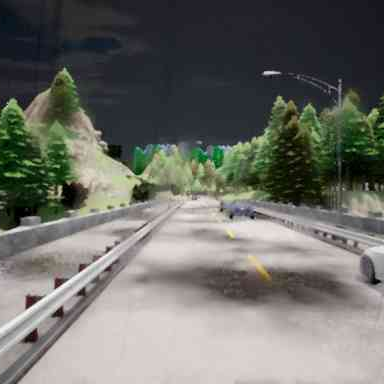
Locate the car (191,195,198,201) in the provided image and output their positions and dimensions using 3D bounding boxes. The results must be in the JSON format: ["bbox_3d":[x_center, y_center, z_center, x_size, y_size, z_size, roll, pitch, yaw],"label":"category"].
[{"bbox_3d":[0.714,1.661,93.620,1.837,1.490,4.892,0,0,0],"label":"car"}]

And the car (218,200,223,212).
[{"bbox_3d":[4.312,1.646,40.960,2.033,1.411,5.357,0,0,1],"label":"car"}]

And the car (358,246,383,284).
[{"bbox_3d":[5.236,1.576,6.749,1.812,1.442,4.674,0,0,0],"label":"car"}]

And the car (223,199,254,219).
[{"bbox_3d":[4.264,1.432,30.013,2.097,1.767,4.553,0,0,1],"label":"car"}]
